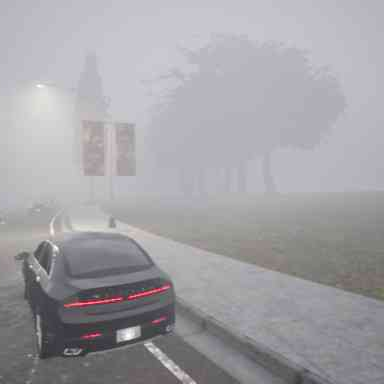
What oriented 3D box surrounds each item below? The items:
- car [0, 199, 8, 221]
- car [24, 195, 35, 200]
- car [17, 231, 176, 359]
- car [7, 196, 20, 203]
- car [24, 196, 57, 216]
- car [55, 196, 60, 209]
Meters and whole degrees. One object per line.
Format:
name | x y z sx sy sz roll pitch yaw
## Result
car | -15.222 1.505 24.390 1.882 1.535 5.008 -2 1 -21
car | -32.292 1.348 66.570 1.882 1.535 5.008 -2 1 -17
car | -2.002 1.489 6.158 1.837 1.490 4.892 -1 1 -30
car | -35.516 1.468 65.993 1.812 1.442 4.674 -2 1 -17
car | -14.499 1.441 32.079 1.812 1.442 4.674 -2 1 -17
car | -17.809 1.231 41.801 2.097 1.767 4.553 -2 1 -17
